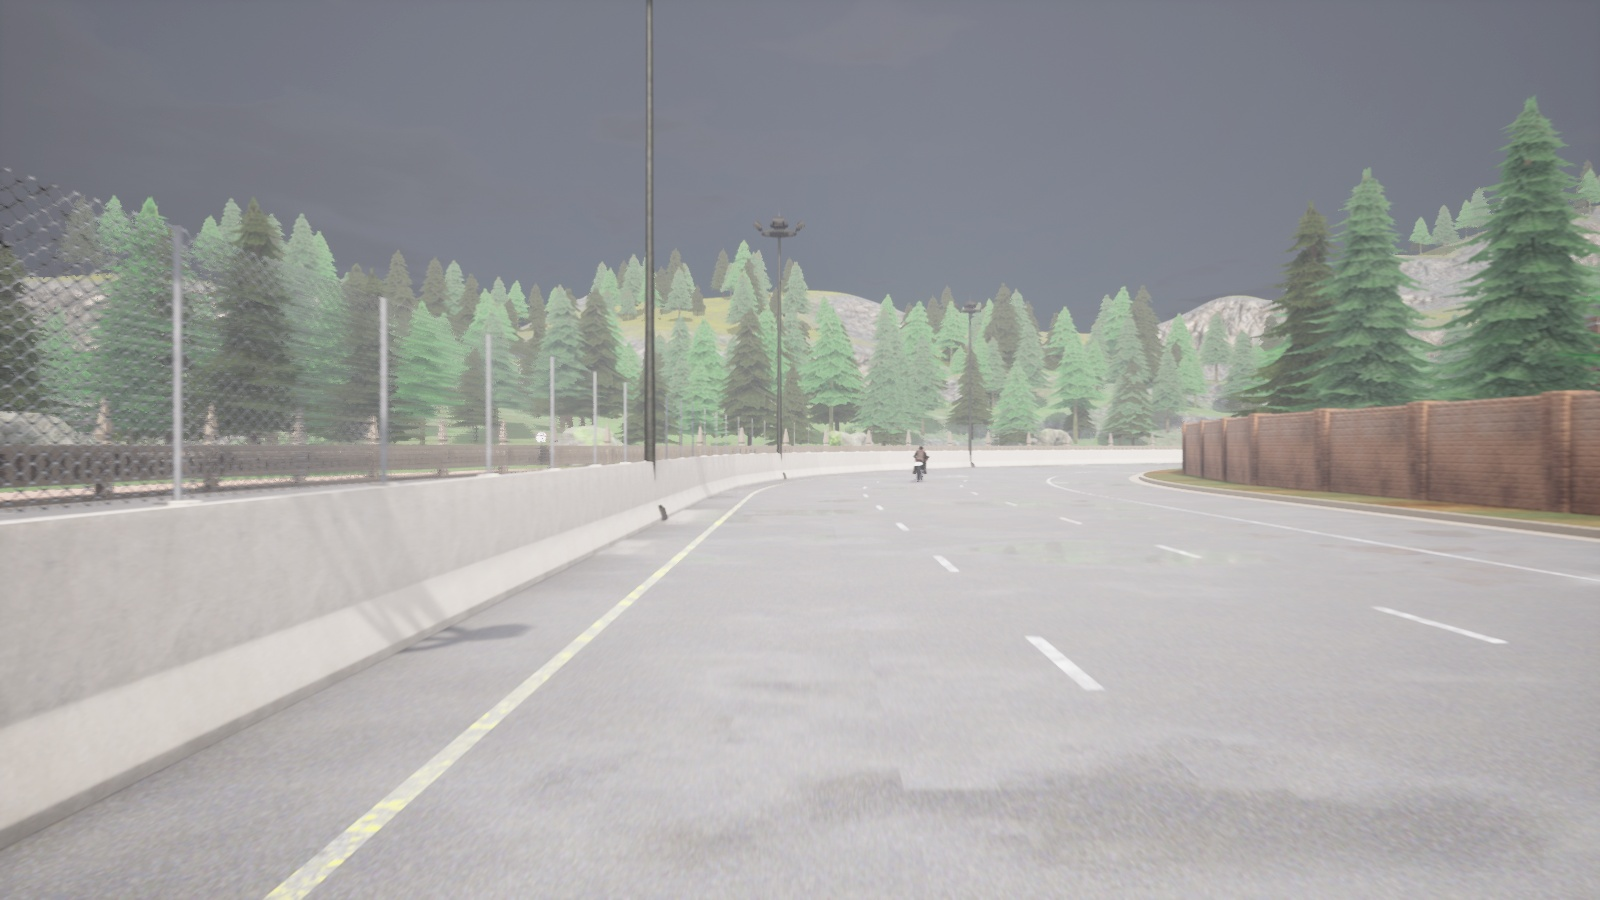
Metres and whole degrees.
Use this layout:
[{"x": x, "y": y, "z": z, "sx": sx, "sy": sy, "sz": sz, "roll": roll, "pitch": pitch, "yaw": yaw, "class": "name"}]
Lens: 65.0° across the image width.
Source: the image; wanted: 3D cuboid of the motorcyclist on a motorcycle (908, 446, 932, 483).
[{"x": 5.088, "y": 0.586, "z": 53.027, "sx": 0.797, "sy": 1.523, "sz": 2.044, "roll": 2, "pitch": 0, "yaw": 10, "class": "motorcyclist on a motorcycle"}]
